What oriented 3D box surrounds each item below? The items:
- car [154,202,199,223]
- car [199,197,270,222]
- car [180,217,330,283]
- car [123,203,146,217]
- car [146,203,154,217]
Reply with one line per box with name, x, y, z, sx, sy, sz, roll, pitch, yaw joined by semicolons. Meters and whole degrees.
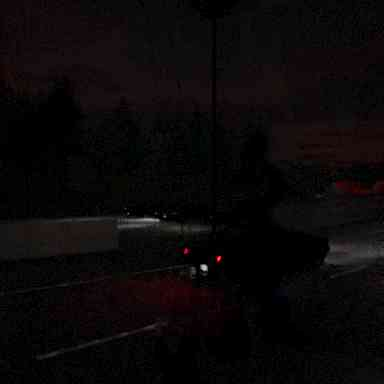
car;-0.120;1.565;26.149;4.902;1.511;2.128;0;0;-40
car;3.509;1.392;24.596;5.566;2.045;2.150;0;0;-41
car;2.057;1.632;9.794;4.718;1.301;1.895;0;0;-38
car;-4.134;1.682;31.901;4.718;1.301;1.895;0;0;-40
car;-1.519;1.644;29.525;4.181;1.385;1.994;0;0;-40
